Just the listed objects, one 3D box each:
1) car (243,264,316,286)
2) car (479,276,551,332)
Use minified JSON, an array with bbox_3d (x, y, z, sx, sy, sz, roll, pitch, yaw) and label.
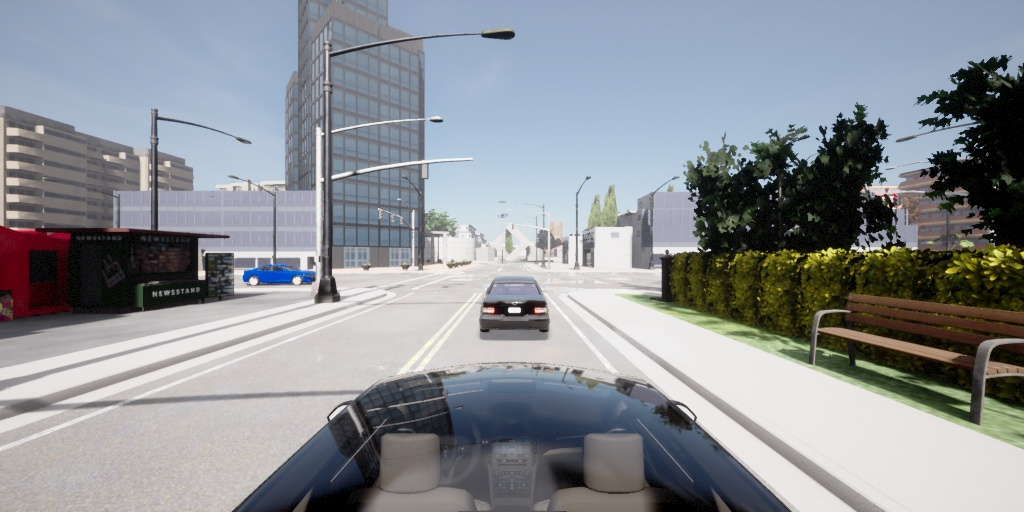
[{"bbox_3d":[-16.781,1.336,26.188,5.008,1.535,1.882,-1,0,0],"label":"car"},{"bbox_3d":[0.068,1.297,10.781,2.033,1.411,5.357,0,0,0],"label":"car"}]
